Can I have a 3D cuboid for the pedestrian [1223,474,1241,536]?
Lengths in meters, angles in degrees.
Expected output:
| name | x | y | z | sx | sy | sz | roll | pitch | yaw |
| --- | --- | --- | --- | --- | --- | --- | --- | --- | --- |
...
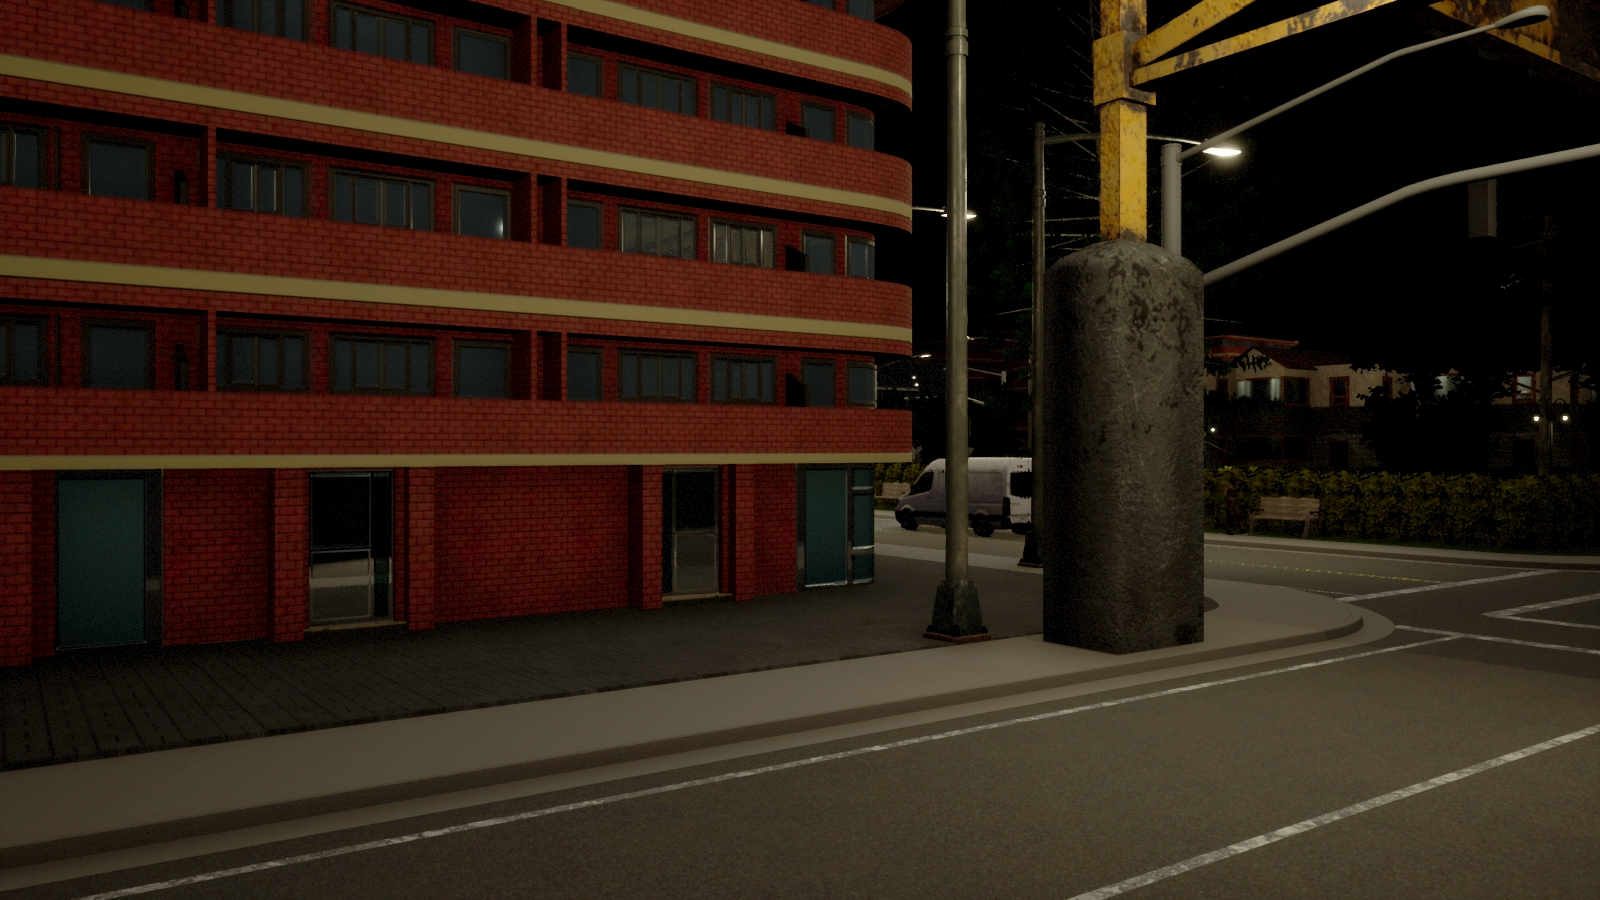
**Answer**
| name | x | y | z | sx | sy | sz | roll | pitch | yaw |
| --- | --- | --- | --- | --- | --- | --- | --- | --- | --- |
| pedestrian | 13.266 | 1.686 | 35.082 | 0.375 | 1.860 | 0.375 | 0 | 0 | -24 |
